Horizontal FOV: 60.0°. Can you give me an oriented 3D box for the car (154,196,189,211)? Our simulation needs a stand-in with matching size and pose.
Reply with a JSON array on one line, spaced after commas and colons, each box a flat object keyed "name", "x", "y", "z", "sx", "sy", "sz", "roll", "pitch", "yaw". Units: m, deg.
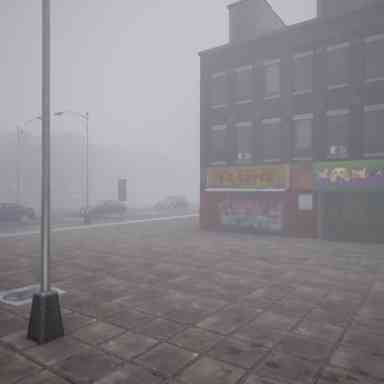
[{"name": "car", "x": -2.286, "y": 1.242, "z": 38.518, "sx": 2.097, "sy": 1.767, "sz": 4.553, "roll": 0, "pitch": 0, "yaw": 35}]

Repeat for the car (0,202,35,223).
[{"name": "car", "x": -13.388, "y": 1.438, "z": 22.729, "sx": 1.882, "sy": 1.535, "sz": 5.008, "roll": 0, "pitch": 0, "yaw": 35}]

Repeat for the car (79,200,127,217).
[{"name": "car", "x": -8.015, "y": 1.451, "z": 30.377, "sx": 1.812, "sy": 1.442, "sz": 4.674, "roll": 0, "pitch": 0, "yaw": 35}]
